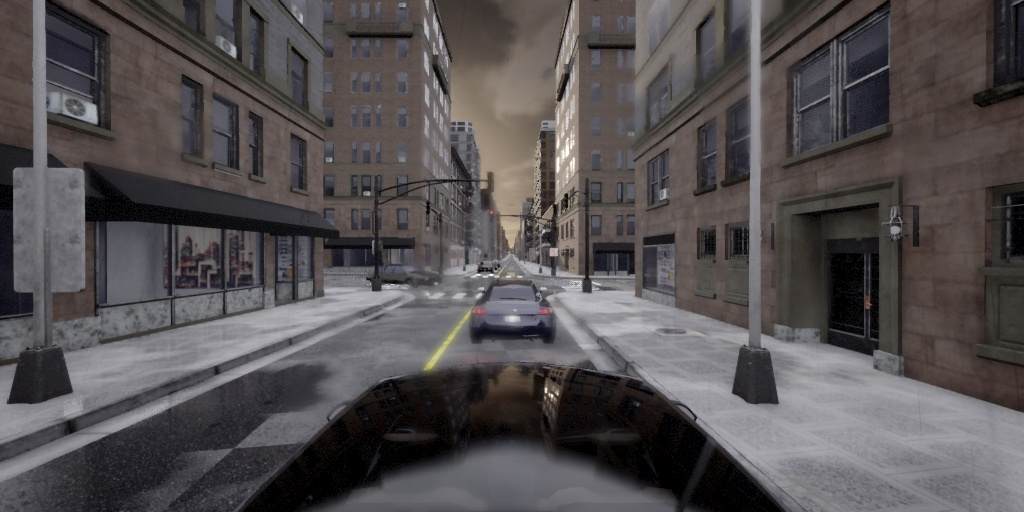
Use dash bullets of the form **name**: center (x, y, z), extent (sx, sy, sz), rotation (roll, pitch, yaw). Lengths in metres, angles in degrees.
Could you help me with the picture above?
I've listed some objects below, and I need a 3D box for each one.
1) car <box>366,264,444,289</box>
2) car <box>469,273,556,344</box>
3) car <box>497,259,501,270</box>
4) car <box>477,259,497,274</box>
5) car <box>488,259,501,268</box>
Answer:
- **car**: center (-7.012, 1.257, 23.272), extent (5.357, 1.411, 2.033), rotation (1, 0, 27)
- **car**: center (0.013, 1.315, 9.627), extent (1.994, 1.385, 4.181), rotation (0, 0, 0)
- **car**: center (-3.081, 1.369, 52.892), extent (2.033, 1.411, 5.357), rotation (0, 0, 0)
- **car**: center (-3.083, 1.307, 43.070), extent (1.837, 1.490, 4.892), rotation (0, 0, 0)
- **car**: center (-3.039, 1.320, 63.301), extent (1.882, 1.535, 5.008), rotation (0, 0, 0)
